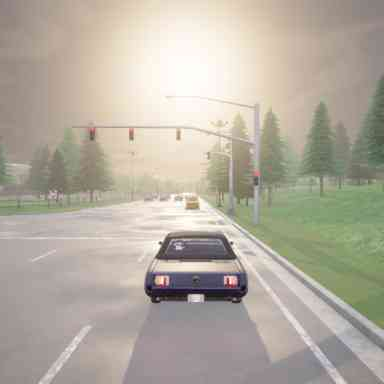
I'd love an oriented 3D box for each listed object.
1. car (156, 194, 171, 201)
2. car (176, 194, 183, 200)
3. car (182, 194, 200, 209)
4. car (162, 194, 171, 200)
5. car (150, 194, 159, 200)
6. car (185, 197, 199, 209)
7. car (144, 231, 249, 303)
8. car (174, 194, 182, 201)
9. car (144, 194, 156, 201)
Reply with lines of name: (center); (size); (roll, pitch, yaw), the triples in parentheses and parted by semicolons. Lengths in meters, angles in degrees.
car: (-6.837, 1.531, 80.438); (2.033, 1.411, 5.357); (0, 0, 0)
car: (-3.316, 1.357, 90.851); (1.812, 1.442, 4.674); (0, 0, 0)
car: (-0.033, 1.083, 46.328); (1.882, 1.535, 5.008); (-3, 17, -3)
car: (-6.816, 1.372, 90.858); (2.033, 1.411, 5.357); (0, 0, 0)
car: (-10.316, 1.332, 90.865); (1.837, 1.490, 4.892); (0, 0, 0)
car: (0.048, 1.576, 49.804); (2.033, 1.411, 5.357); (-1, 1, 1)
car: (0.096, 1.601, 8.136); (1.895, 1.301, 4.718); (0, 0, 1)
car: (-3.336, 1.545, 80.848); (1.994, 1.385, 4.181); (0, 0, 0)
car: (-10.337, 1.531, 80.445); (2.033, 1.411, 5.357); (0, 0, 0)
